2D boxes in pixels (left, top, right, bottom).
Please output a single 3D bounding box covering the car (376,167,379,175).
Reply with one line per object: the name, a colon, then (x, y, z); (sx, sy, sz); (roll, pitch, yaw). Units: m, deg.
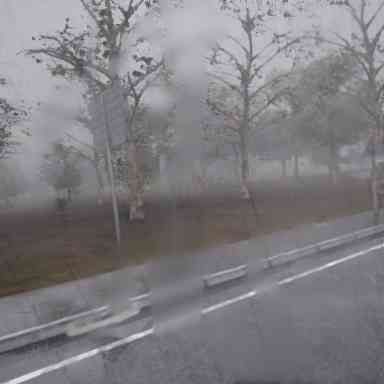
car: (28.991, -3.419, 50.355); (1.994, 1.385, 4.181); (-3, 4, 29)
